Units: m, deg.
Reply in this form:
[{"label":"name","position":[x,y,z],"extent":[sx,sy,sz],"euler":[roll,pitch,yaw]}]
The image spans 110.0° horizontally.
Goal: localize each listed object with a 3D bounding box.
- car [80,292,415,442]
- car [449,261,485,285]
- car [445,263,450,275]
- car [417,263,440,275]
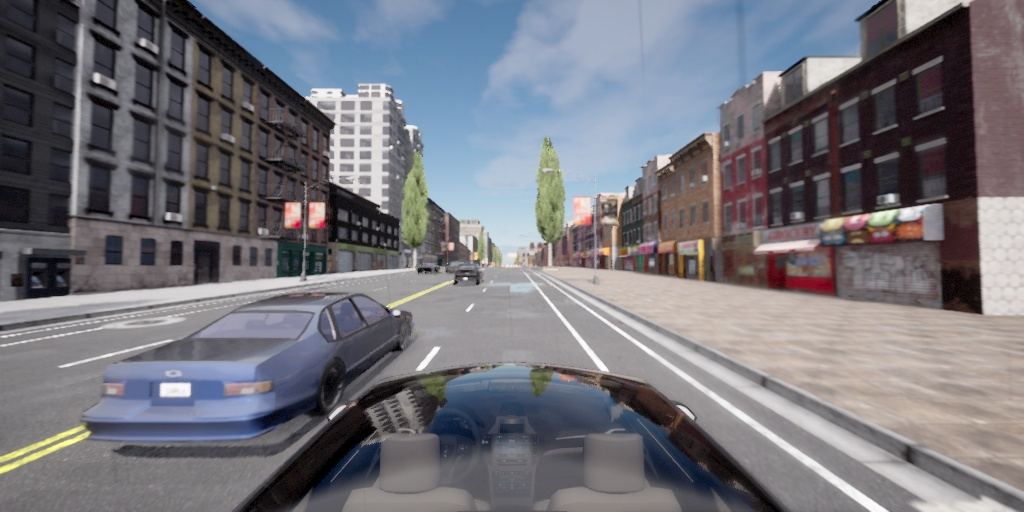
[{"label":"car","position":[-3.152,1.300,5.868],"extent":[2.033,1.411,5.357],"euler":[0,0,0]},{"label":"car","position":[-3.151,1.295,26.712],"extent":[1.837,1.490,4.892],"euler":[0,0,0]},{"label":"car","position":[-6.586,1.360,42.051],"extent":[1.882,1.535,5.008],"euler":[0,-1,0]},{"label":"car","position":[-9.834,1.487,42.407],"extent":[1.895,1.301,4.718],"euler":[0,-1,0]}]
